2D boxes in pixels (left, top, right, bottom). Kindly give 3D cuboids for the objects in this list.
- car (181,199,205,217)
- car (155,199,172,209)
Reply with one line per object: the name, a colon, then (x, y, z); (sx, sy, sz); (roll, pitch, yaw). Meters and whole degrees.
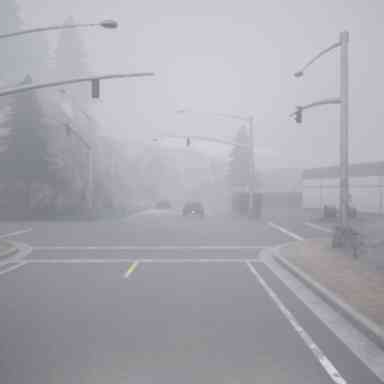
car: (0.102, 1.446, 30.808); (1.837, 1.490, 4.892); (0, 0, 0)
car: (-3.617, 1.519, 43.114); (1.895, 1.301, 4.718); (0, 0, 1)
